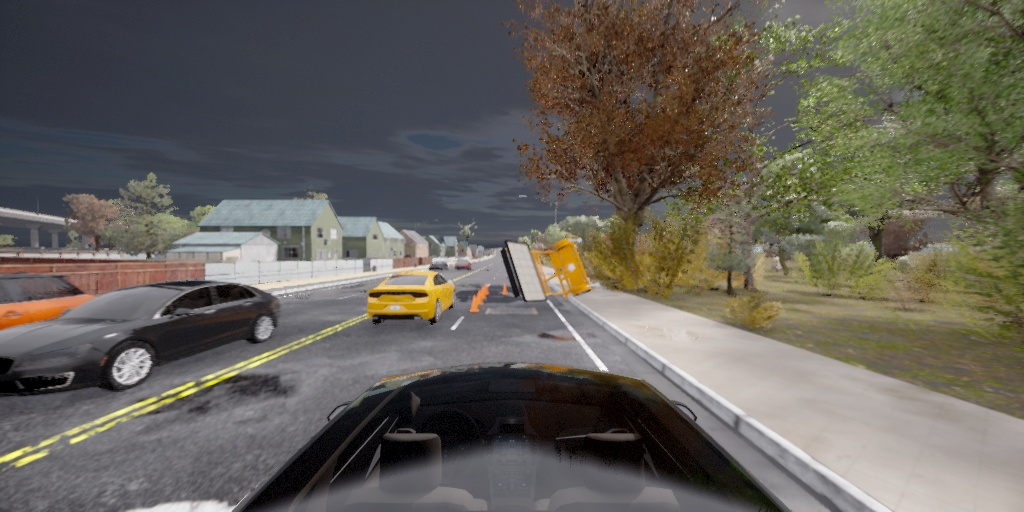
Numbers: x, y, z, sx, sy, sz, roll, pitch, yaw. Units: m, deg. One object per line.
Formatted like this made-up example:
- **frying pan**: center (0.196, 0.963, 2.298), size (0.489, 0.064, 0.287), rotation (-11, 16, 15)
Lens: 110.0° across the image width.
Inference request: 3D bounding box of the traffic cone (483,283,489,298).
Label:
- **traffic cone**: center (-1.383, 1.730, 17.201), size (0.340, 0.580, 0.340), rotation (0, 0, 0)

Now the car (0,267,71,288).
- **car**: center (-9.850, 1.108, 5.829), size (2.097, 1.767, 4.553), rotation (0, 0, 0)

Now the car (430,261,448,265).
- **car**: center (-9.844, 1.348, 48.494), size (2.033, 1.411, 5.357), rotation (0, 0, 0)

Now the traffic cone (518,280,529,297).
- **traffic cone**: center (0.616, 1.733, 19.202), size (0.340, 0.580, 0.340), rotation (0, 0, 0)

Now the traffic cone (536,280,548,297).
- **traffic cone**: center (1.616, 1.733, 19.201), size (0.340, 0.580, 0.340), rotation (0, 0, 0)

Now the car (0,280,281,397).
- **car**: center (-6.600, 1.263, 6.856), size (1.837, 1.490, 4.892), rotation (0, 0, 0)

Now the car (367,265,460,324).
- **car**: center (-3.152, 1.244, 12.132), size (1.882, 1.535, 5.008), rotation (0, 0, 0)

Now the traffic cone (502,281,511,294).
- **traffic cone**: center (-0.384, 1.733, 19.201), size (0.340, 0.580, 0.340), rotation (0, 0, 0)

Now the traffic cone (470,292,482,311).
- **traffic cone**: center (-1.382, 1.724, 13.201), size (0.340, 0.580, 0.340), rotation (0, 0, 0)

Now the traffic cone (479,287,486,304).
- **traffic cone**: center (-1.383, 1.727, 15.201), size (0.340, 0.580, 0.340), rotation (0, 0, 0)

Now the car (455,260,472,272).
- **car**: center (-6.591, 1.278, 48.712), size (1.882, 1.535, 5.008), rotation (0, 0, 0)

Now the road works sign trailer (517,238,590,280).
- **road works sign trailer**: center (2.182, -0.950, 15.432), size (2.880, 3.560, 2.380), rotation (0, 0, -40)
